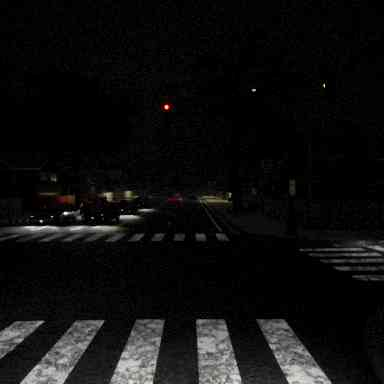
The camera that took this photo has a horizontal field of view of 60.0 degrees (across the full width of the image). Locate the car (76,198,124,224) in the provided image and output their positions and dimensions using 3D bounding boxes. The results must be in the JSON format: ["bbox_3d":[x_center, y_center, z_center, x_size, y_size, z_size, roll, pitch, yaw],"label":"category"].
[{"bbox_3d":[-6.586,1.468,24.446,1.837,1.490,4.892,0,0,0],"label":"car"}]

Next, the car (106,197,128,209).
[{"bbox_3d":[-9.817,1.431,43.800,1.895,1.301,4.718,0,1,0],"label":"car"}]

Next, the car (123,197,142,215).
[{"bbox_3d":[-6.578,1.499,33.343,1.994,1.385,4.181,0,0,0],"label":"car"}]

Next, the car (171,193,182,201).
[{"bbox_3d":[-3.114,0.937,67.733,2.128,1.511,4.902,0,1,0],"label":"car"}]

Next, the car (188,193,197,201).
[{"bbox_3d":[0.139,0.934,67.041,1.882,1.535,5.008,0,1,0],"label":"car"}]

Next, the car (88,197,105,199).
[{"bbox_3d":[-9.830,1.285,33.753,2.097,1.767,4.553,0,0,0],"label":"car"}]

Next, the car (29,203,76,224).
[{"bbox_3d":[-9.838,1.511,24.369,2.033,1.411,5.357,0,0,0],"label":"car"}]

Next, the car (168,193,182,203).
[{"bbox_3d":[-3.120,1.210,57.748,1.895,1.301,4.718,0,1,0],"label":"car"}]

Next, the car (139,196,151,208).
[{"bbox_3d":[-6.565,1.336,43.747,1.837,1.490,4.892,0,1,0],"label":"car"}]
